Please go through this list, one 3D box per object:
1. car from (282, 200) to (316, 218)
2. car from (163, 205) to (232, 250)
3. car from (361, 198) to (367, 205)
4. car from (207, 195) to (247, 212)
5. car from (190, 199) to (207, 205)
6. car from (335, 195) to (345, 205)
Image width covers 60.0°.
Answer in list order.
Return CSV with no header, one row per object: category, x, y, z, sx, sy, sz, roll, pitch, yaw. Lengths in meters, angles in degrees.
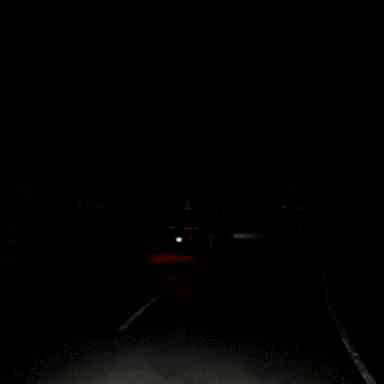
car,10.461,1.510,32.203,2.097,1.767,4.553,1,0,36
car,0.417,1.533,14.670,1.837,1.490,4.892,0,0,22
car,33.864,1.870,64.936,5.357,1.411,2.033,1,0,-41
car,4.307,1.323,36.046,2.150,2.045,5.566,0,0,36
car,0.604,1.543,36.814,1.882,1.535,5.008,0,0,36
car,30.284,1.604,66.447,5.566,2.045,2.150,1,0,-41
